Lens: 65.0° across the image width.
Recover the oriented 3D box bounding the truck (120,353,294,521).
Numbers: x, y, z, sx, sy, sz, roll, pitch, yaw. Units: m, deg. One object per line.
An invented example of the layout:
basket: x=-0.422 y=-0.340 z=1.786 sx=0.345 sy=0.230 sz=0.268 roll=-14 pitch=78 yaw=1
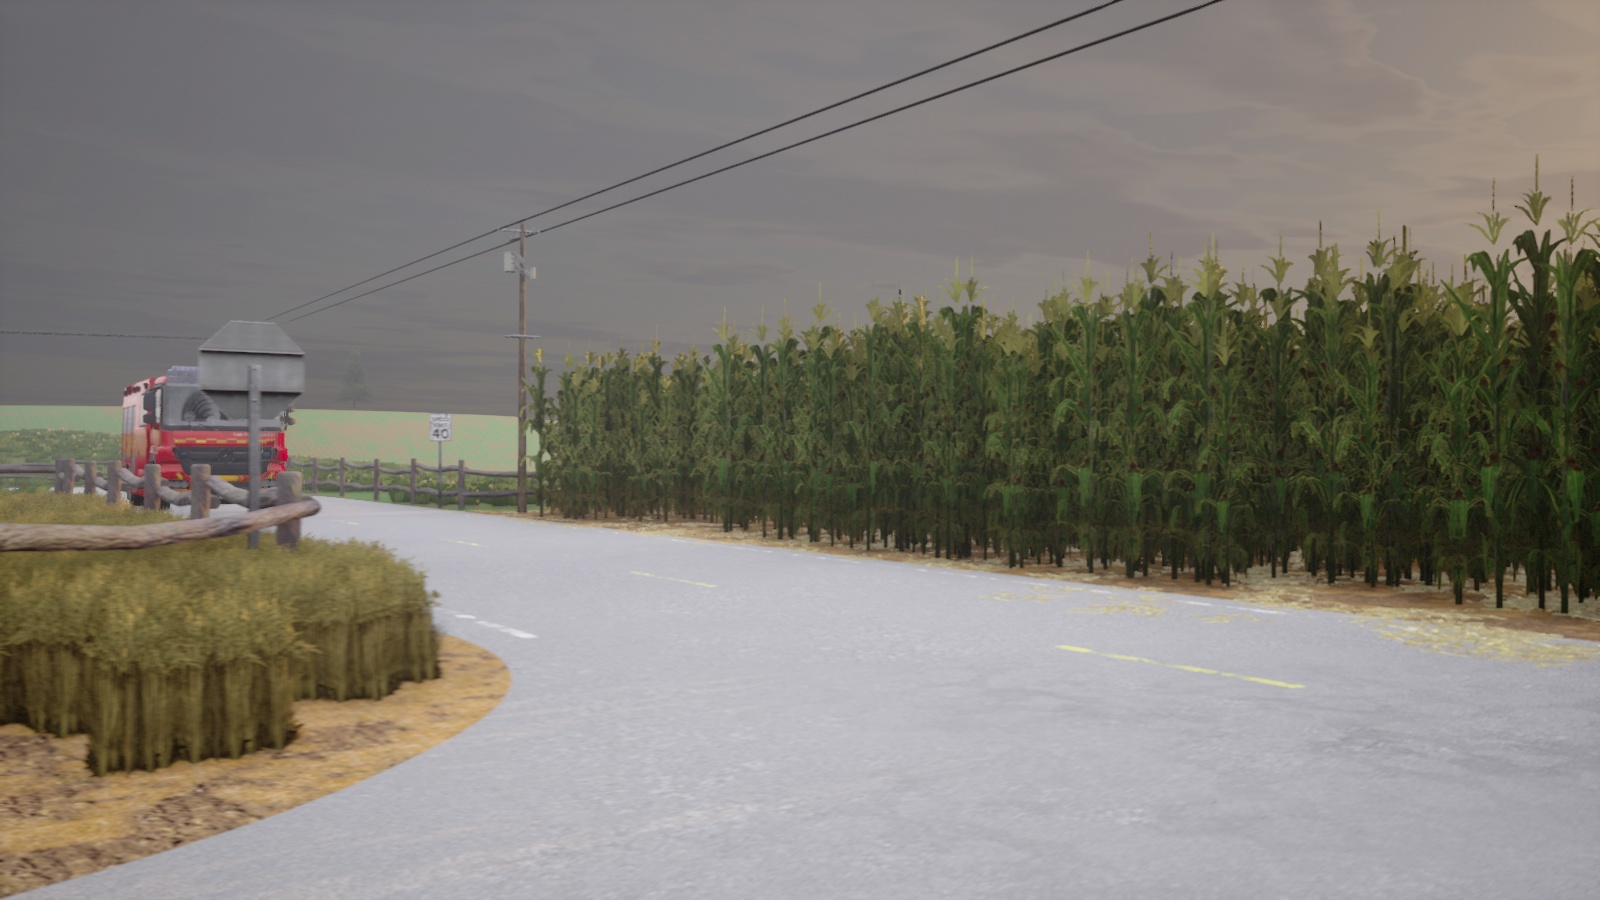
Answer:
truck: x=-15.734 y=-0.284 z=32.921 sx=2.891 sy=3.827 sz=8.468 roll=0 pitch=0 yaw=-34
